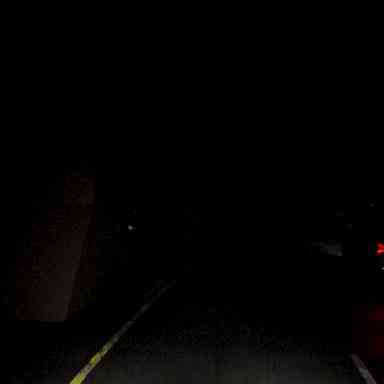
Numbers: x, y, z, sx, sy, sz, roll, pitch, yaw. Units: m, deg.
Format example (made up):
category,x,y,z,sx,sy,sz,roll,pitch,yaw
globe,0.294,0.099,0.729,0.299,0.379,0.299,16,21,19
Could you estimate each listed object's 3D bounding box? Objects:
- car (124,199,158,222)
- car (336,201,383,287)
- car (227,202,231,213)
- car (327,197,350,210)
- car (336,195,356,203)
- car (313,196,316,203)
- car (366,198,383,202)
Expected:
category,x,y,z,sx,sy,sz,roll,pitch,yaw
car,-4.190,1.277,23.894,1.837,1.490,4.892,0,0,24
car,5.463,1.316,9.058,2.097,1.767,4.553,1,1,16
car,2.140,1.340,28.927,1.994,1.385,4.181,1,1,28
car,17.120,1.329,38.651,1.812,1.442,4.674,1,1,38
car,28.401,1.283,61.424,1.895,1.301,4.718,1,1,44
car,19.720,1.145,57.484,1.882,1.535,5.008,1,1,44
car,20.624,1.404,37.392,1.994,1.385,4.181,1,1,39
